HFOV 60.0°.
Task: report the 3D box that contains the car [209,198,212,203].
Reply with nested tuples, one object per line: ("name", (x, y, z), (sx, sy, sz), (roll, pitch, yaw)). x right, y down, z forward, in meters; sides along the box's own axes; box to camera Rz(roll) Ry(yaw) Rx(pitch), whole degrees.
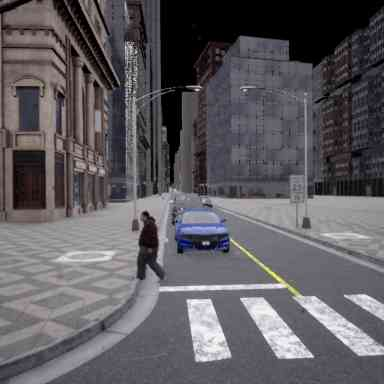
("car", (1.592, 1.369, 44.356), (2.033, 1.411, 5.357), (0, 0, -4))

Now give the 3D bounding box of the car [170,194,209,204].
("car", (-0.338, 1.145, 23.527), (2.150, 2.045, 5.566), (0, 0, -3))

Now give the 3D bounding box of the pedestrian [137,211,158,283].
("pedestrian", (-1.088, 1.286, 8.112), (0.375, 1.860, 0.375), (0, 0, -4))

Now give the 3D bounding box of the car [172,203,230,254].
("car", (0.271, 1.437, 13.602), (1.882, 1.535, 5.008), (0, 0, -4))

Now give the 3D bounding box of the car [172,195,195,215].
("car", (-0.934, 1.240, 33.476), (2.097, 1.767, 4.553), (0, 0, -3))

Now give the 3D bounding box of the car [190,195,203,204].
("car", (0.773, 1.325, 57.551), (1.994, 1.385, 4.181), (0, 0, -4))
